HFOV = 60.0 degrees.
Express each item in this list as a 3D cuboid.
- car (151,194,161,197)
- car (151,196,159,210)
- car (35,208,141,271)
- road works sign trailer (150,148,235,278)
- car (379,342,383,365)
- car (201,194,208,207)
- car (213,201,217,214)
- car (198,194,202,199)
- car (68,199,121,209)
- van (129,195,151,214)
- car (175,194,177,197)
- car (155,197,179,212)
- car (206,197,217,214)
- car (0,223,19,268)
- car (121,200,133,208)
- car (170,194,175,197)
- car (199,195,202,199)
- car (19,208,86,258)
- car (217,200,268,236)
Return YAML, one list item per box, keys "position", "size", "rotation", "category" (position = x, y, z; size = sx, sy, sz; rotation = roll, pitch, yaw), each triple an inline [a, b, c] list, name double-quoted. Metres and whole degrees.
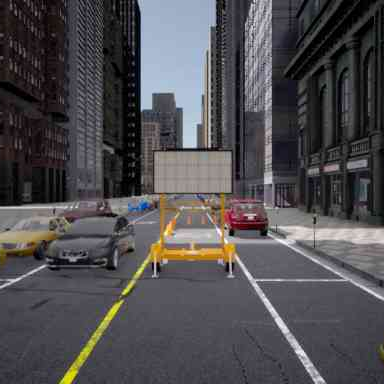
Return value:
- position: [-5.645, 1.331, 46.454]
  size: [2.192, 1.841, 5.009]
  rotation: [0, 0, 0]
  category: "car"
- position: [-5.659, 1.562, 40.813]
  size: [2.008, 1.369, 4.403]
  rotation: [0, 0, 0]
  category: "car"
- position: [-3.071, 1.505, 11.016]
  size: [1.837, 1.490, 4.892]
  rotation: [0, 0, 0]
  category: "car"
- position: [0.026, 0.464, 10.151]
  size: [2.380, 3.560, 2.880]
  rotation: [0, 0, 0]
  category: "road works sign trailer"
- position: [2.764, 1.525, 1.484]
  size: [1.752, 1.417, 4.829]
  rotation: [0, 0, 0]
  category: "car"
- position: [2.895, 1.461, 52.077]
  size: [1.967, 1.590, 4.097]
  rotation: [0, 0, 0]
  category: "car"
- position: [2.822, 1.553, 23.876]
  size: [2.008, 1.369, 4.403]
  rotation: [0, 0, 0]
  category: "car"
- position: [2.969, 1.590, 80.281]
  size: [1.887, 1.381, 4.507]
  rotation: [0, 0, 0]
  category: "car"
- position: [-5.718, 1.316, 18.250]
  size: [2.192, 1.841, 5.009]
  rotation: [0, 0, 0]
  category: "car"
- position: [-5.674, 1.349, 35.173]
  size: [1.690, 1.788, 3.998]
  rotation: [0, 0, 0]
  category: "van"
- position: [-5.541, 1.601, 85.939]
  size: [2.008, 1.369, 4.403]
  rotation: [0, 0, 0]
  category: "car"
- position: [-2.896, 1.611, 39.208]
  size: [1.895, 1.301, 4.718]
  rotation: [0, 0, 0]
  category: "car"
- position: [2.852, 1.559, 35.157]
  size: [2.008, 1.369, 4.403]
  rotation: [0, 0, 0]
  category: "car"
- position: [-5.747, 1.525, 6.799]
  size: [1.752, 1.417, 4.829]
  rotation: [0, 0, 0]
  category: "car"
- position: [-5.703, 1.528, 23.721]
  size: [1.752, 1.417, 4.829]
  rotation: [0, 0, 0]
  category: "car"
- position: [-5.571, 1.607, 74.658]
  size: [1.947, 1.339, 4.313]
  rotation: [0, 0, 0]
  category: "car"
- position: [2.925, 1.597, 63.359]
  size: [1.947, 1.339, 4.313]
  rotation: [0, 0, 0]
  category: "car"
- position: [-5.733, 1.525, 12.440]
  size: [1.752, 1.417, 4.829]
  rotation: [0, 0, 0]
  category: "car"
- position: [2.807, 1.316, 18.235]
  size: [2.192, 1.841, 5.009]
  rotation: [0, 0, 0]
  category: "car"
